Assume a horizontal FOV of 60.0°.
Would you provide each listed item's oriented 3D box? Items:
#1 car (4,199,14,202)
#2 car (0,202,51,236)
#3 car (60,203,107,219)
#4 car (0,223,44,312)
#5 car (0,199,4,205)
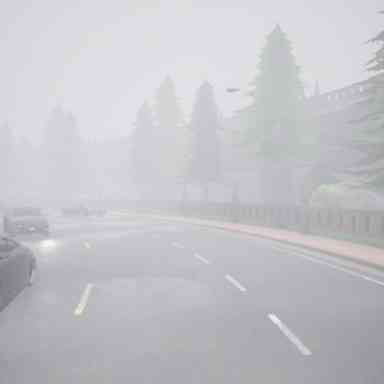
[{"bbox_3d":[-20.451,1.515,35.512,4.674,1.442,1.812,0,0,21],"label":"car"},{"bbox_3d":[-8.874,1.498,17.764,1.837,1.490,4.892,0,0,-33],"label":"car"},{"bbox_3d":[-9.542,1.589,28.982,4.718,1.301,1.895,0,0,41],"label":"car"},{"bbox_3d":[-4.423,1.563,6.359,1.994,1.385,4.181,0,0,-12],"label":"car"},{"bbox_3d":[-21.481,1.210,32.270,5.566,2.045,2.150,-1,0,21],"label":"car"}]
